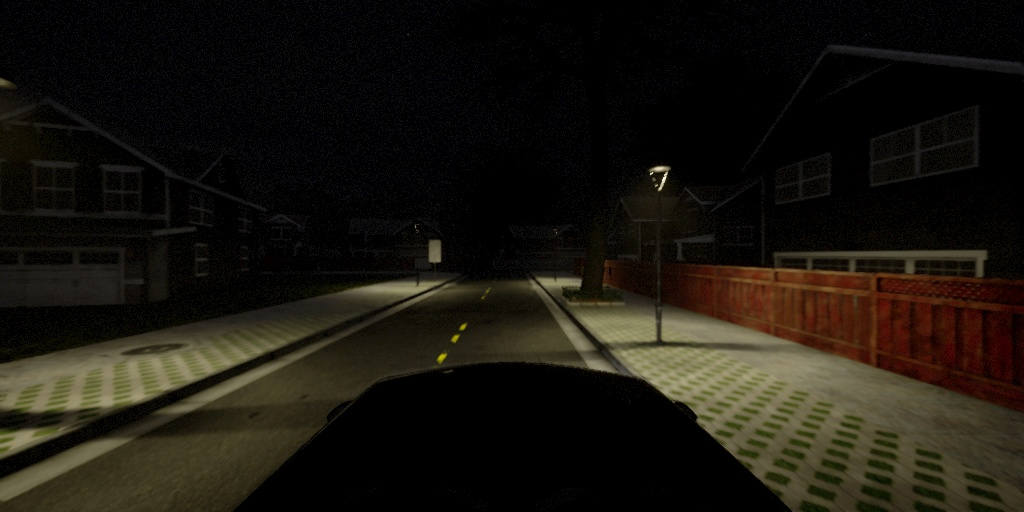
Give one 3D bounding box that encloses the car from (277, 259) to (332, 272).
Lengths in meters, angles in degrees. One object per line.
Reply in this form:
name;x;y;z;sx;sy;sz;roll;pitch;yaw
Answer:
car;-21.390;1.021;37.097;4.892;1.490;1.837;1;0;-20
